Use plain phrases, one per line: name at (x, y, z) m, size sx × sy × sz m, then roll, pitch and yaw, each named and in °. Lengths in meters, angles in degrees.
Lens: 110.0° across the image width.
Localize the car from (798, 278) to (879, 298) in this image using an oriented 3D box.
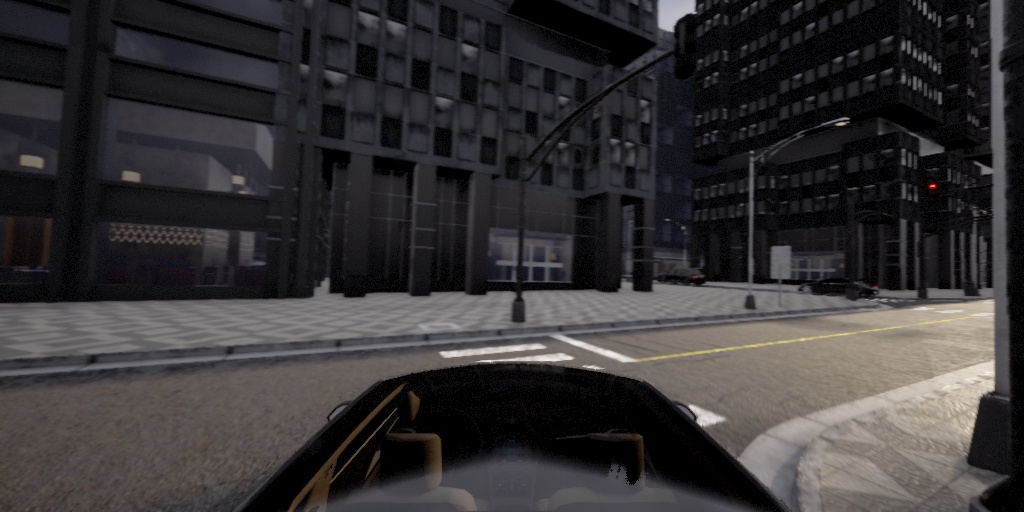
car at (25.640, 2.449, 28.411) m, size 1.837 × 1.490 × 4.892 m, roll 3°, pitch -2°, yaw -21°

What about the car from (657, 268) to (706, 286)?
car at (19.573, 2.406, 41.607) m, size 2.150 × 2.045 × 5.566 m, roll 3°, pitch -2°, yaw -25°
